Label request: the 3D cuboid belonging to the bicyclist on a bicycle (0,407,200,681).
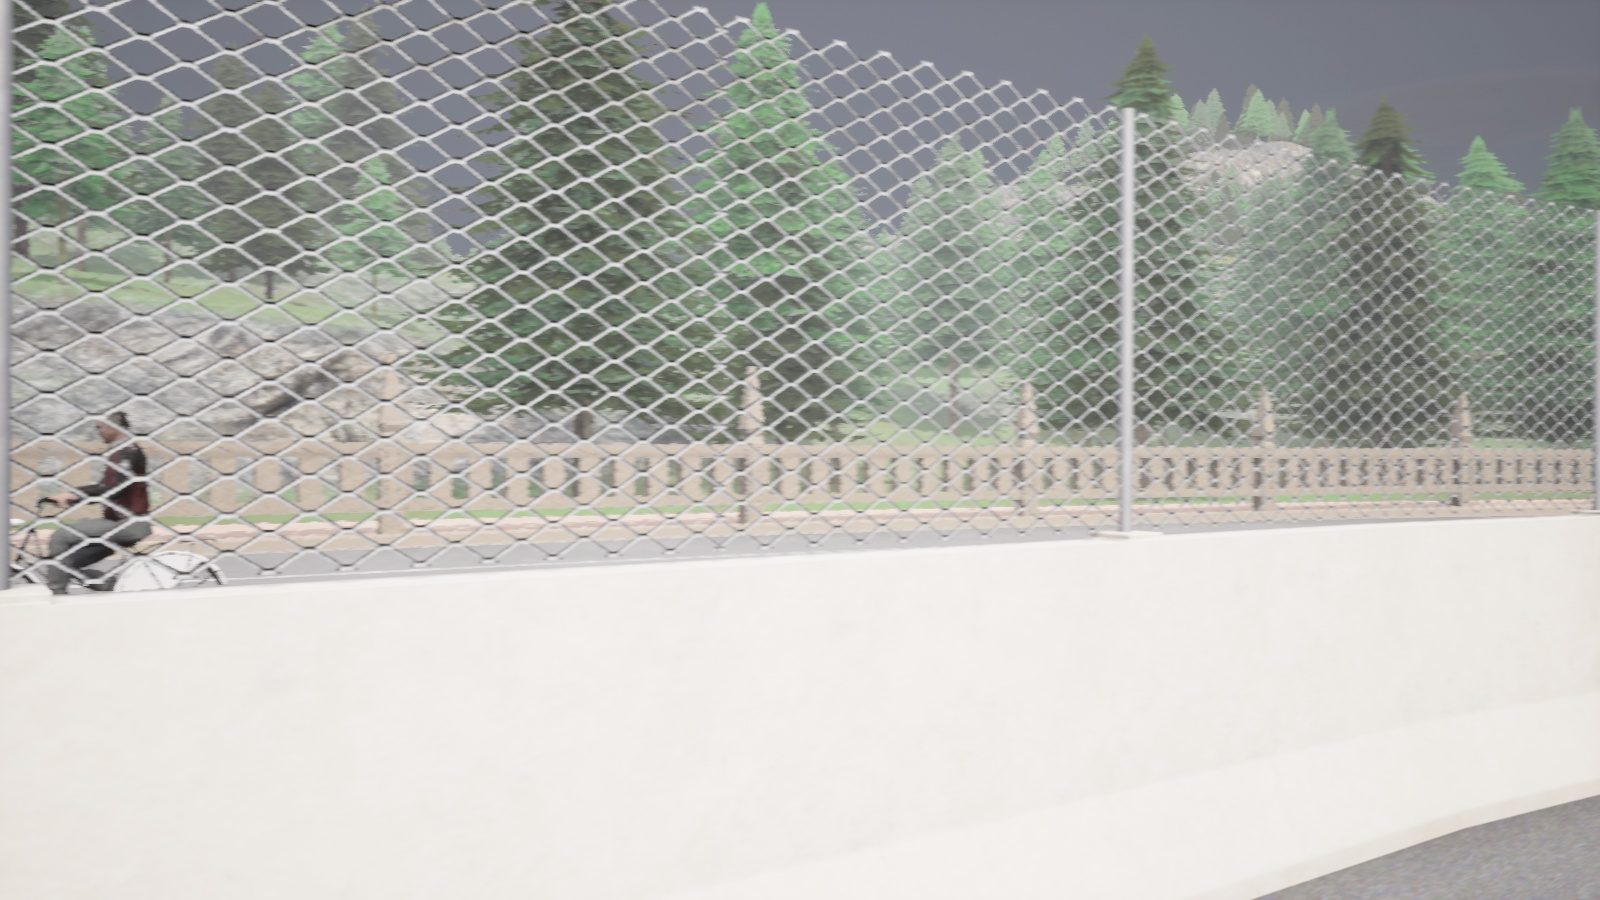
[{"bbox_3d":[-5.147,0.607,8.535,1.843,1.776,0.659,0,0,-34],"label":"bicyclist on a bicycle"}]
